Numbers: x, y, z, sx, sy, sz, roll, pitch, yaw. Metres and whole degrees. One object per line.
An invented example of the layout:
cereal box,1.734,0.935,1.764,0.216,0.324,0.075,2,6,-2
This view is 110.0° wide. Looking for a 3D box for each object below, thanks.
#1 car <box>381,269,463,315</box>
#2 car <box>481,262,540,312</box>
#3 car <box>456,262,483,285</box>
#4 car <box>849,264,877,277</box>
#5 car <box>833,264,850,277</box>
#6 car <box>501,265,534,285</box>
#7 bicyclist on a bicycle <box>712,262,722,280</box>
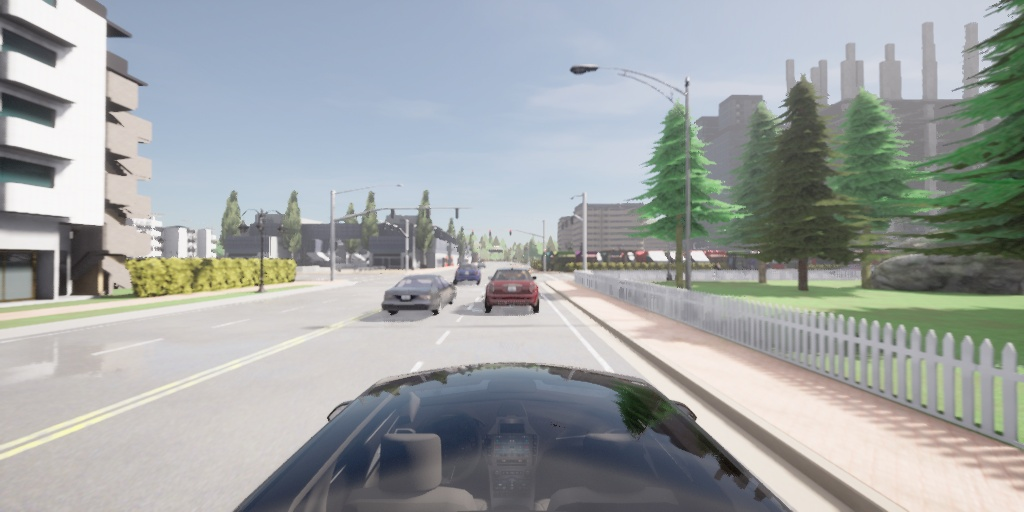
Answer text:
car,-3.494,1.437,14.344,2.033,1.411,5.357,0,-1,0
car,0.019,1.250,15.257,2.097,1.767,4.553,0,-1,0
car,-3.716,1.415,30.233,2.097,1.767,4.553,0,-1,-5
car,38.858,1.688,37.210,5.357,1.411,2.033,0,-1,-1
car,39.783,1.744,40.724,4.181,1.385,1.994,0,-1,-1
car,0.564,1.550,30.979,1.882,1.535,5.008,0,0,12
bicyclist on a bicycle,18.783,1.395,32.823,0.582,1.620,1.656,0,-1,-1
